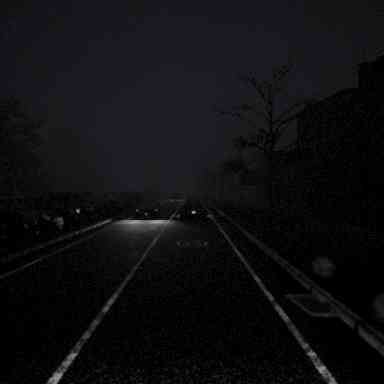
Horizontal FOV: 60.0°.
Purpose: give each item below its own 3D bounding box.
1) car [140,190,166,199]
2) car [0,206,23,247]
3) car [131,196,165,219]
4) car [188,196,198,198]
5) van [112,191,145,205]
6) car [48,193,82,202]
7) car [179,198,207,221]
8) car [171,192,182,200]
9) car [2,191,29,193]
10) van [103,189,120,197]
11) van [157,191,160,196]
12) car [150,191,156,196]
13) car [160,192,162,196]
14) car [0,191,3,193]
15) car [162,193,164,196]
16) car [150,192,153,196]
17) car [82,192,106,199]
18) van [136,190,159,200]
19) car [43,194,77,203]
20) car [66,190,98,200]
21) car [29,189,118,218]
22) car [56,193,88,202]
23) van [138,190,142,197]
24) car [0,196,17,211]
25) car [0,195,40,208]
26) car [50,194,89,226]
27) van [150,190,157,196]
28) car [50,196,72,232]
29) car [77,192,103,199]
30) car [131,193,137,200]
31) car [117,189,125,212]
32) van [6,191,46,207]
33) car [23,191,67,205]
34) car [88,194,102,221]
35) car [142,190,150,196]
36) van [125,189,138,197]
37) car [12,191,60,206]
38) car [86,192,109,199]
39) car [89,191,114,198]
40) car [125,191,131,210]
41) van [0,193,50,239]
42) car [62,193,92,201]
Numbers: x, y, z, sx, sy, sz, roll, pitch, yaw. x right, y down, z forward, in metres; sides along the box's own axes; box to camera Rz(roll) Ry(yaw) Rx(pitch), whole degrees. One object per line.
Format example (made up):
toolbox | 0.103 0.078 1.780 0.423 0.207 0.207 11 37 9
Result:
car | -8.918 0.486 75.794 5.566 2.045 2.435 0 1 0
car | -8.887 1.385 11.316 5.008 1.535 2.097 0 0 0
car | -3.344 1.320 26.651 1.812 1.442 4.674 0 0 0
car | 0.122 1.210 41.901 2.033 1.411 5.357 0 1 0
van | -9.039 0.888 47.754 4.442 1.987 1.878 0 1 0
car | -22.196 0.997 58.262 5.366 1.575 1.946 0 1 0
car | 0.113 1.371 25.027 1.994 1.385 4.181 0 0 0
car | -3.215 0.844 68.873 1.837 1.490 4.892 0 1 0
car | -22.024 0.930 38.827 5.566 2.045 2.435 0 0 0
van | -22.156 0.271 91.564 4.442 1.987 1.878 0 1 0
van | -8.818 0.725 61.775 4.442 1.987 1.878 0 1 0
car | -8.959 1.056 56.175 4.792 1.488 2.163 0 1 0
car | -8.932 0.909 64.586 5.008 1.535 2.097 0 1 0
car | -22.021 1.097 33.275 4.553 1.767 2.185 0 0 0
car | -8.944 0.864 70.192 4.674 1.452 2.002 0 1 0
car | -8.931 1.087 50.564 4.892 1.521 2.231 0 1 0
car | -22.032 0.753 74.917 4.892 1.521 2.231 0 1 0
van | -9.056 0.641 67.385 4.442 1.987 1.878 0 1 0
car | -21.979 1.067 55.490 4.792 1.488 2.163 0 1 0
car | -21.990 0.628 66.586 5.566 2.045 2.435 0 1 0
car | -8.875 1.030 25.330 5.566 2.045 2.435 0 0 0
car | -22.008 0.962 61.039 5.008 1.535 2.097 0 1 0
van | -9.035 0.930 42.149 4.442 1.987 1.878 0 0 0
car | -21.964 1.232 36.053 4.792 1.488 2.163 0 0 0
car | -22.183 1.158 41.604 5.366 1.575 1.946 0 0 0
car | -8.868 1.197 19.724 4.553 1.767 2.185 0 0 0
van | -9.049 0.763 58.974 4.442 1.987 1.878 0 1 0
car | -8.928 1.218 16.921 4.553 1.767 2.185 0 0 0
car | -22.028 0.794 72.141 5.008 1.535 2.097 0 1 0
car | -8.907 1.199 36.544 4.892 1.521 2.231 0 0 0
car | -8.878 1.009 28.133 5.566 2.045 2.435 0 0 0
van | -22.116 0.914 44.377 4.442 1.987 1.878 0 0 0
car | -21.976 0.842 49.930 5.566 2.045 2.435 0 1 0
car | -8.870 1.176 22.528 4.553 1.767 2.185 0 0 0
car | -8.892 0.883 44.953 5.566 2.045 2.435 0 0 0
van | -9.032 0.951 39.346 4.442 1.987 1.878 0 0 0
car | -22.030 0.868 47.153 5.566 2.045 2.435 0 0 0
car | -22.057 0.739 77.692 4.792 1.488 2.163 0 1 0
car | -21.844 0.664 80.467 5.366 1.575 1.946 0 1 0
car | -8.942 1.093 33.741 4.553 1.767 2.185 0 0 0
van | -8.778 1.139 14.117 4.442 1.987 1.878 0 0 0
car | -22.010 0.923 63.816 4.892 1.521 2.231 0 1 0
